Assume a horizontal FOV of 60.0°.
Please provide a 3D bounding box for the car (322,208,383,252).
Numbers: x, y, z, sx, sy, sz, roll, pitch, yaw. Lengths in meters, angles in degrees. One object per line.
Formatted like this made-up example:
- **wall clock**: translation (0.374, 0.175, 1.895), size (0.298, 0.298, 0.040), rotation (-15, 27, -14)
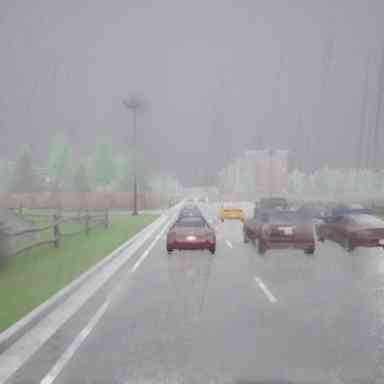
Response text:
- **car**: translation (6.968, 1.659, 14.406), size (1.812, 1.442, 4.674), rotation (0, 0, 0)

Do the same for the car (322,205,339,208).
- **car**: translation (10.386, 1.815, 29.030), size (2.033, 1.411, 5.357), rotation (0, 0, 0)

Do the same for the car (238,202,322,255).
- **car**: translation (3.468, 1.480, 14.092), size (2.097, 1.767, 4.553), rotation (0, -1, 0)

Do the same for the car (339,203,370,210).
- **car**: translation (13.889, 1.750, 29.542), size (1.882, 1.535, 5.008), rotation (0, 0, 0)

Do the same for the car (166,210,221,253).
- **car**: translation (-0.032, 1.697, 14.294), size (1.994, 1.385, 4.181), rotation (0, 0, 0)

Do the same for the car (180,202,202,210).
- **car**: translation (-0.111, 1.834, 29.247), size (1.994, 1.385, 4.181), rotation (0, 0, 0)

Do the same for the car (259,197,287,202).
- **car**: translation (6.886, 1.484, 29.042), size (2.150, 2.045, 5.566), rotation (0, 0, 0)

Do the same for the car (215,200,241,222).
- **car**: translation (3.389, 1.750, 29.486), size (1.882, 1.535, 5.008), rotation (0, 0, 0)
